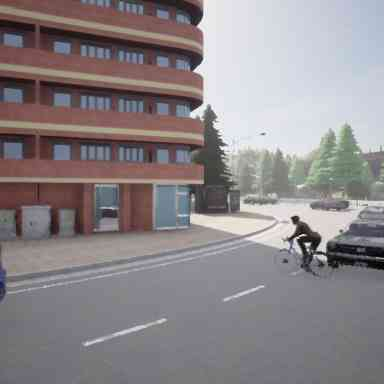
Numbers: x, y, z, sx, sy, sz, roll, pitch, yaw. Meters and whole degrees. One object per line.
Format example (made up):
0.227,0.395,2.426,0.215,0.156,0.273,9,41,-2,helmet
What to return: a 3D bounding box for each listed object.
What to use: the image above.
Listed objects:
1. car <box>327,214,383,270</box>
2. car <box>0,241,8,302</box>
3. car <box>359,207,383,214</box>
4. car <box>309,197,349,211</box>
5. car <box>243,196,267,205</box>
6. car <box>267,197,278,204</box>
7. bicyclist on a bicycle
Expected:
5.727,1.601,10.565,1.895,1.301,4.718,0,0,35,car
-5.673,1.223,4.511,5.566,2.045,2.150,0,0,-35,car
10.798,1.562,19.319,1.994,1.385,4.181,0,0,23,car
16.557,1.547,40.994,2.033,1.411,5.357,0,0,-10,car
10.765,1.505,58.969,1.837,1.490,4.892,0,0,-20,car
13.576,1.547,61.250,2.033,1.411,5.357,0,0,-20,car
2.964,1.455,8.964,1.656,1.620,0.582,-3,-2,41,bicyclist on a bicycle
